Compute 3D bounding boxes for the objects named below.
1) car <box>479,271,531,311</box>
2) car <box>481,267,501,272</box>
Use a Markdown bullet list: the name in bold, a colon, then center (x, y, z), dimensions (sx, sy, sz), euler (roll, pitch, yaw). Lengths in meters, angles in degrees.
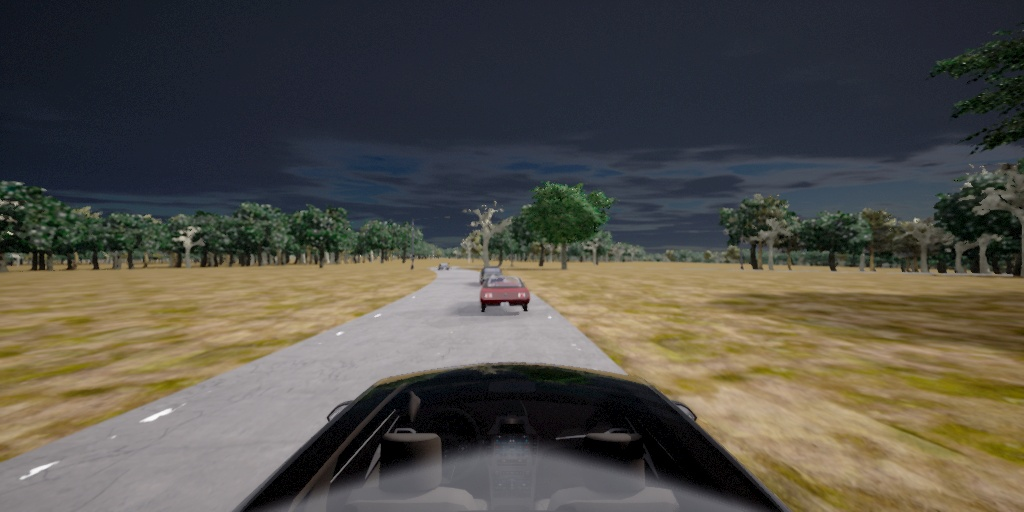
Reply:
- **car**: center (-0.381, 1.486, 15.226), dimensions (1.895, 1.301, 4.718), euler (0, -1, -3)
- **car**: center (-1.712, 1.578, 29.537), dimensions (2.033, 1.411, 5.357), euler (0, -1, -7)
